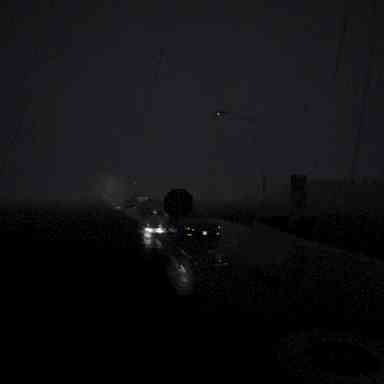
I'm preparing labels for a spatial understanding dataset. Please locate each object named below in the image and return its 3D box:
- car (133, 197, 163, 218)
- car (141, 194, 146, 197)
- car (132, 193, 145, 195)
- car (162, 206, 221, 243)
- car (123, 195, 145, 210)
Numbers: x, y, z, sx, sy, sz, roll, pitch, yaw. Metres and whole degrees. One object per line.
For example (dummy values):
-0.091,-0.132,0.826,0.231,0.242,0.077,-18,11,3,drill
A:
-3.801,1.470,30.267,2.128,1.511,4.902,-1,0,-16,car
-5.324,1.434,44.642,2.128,1.511,4.902,-1,0,-19,car
-8.822,1.168,54.433,2.150,2.045,5.566,-1,0,-19,car
-0.042,1.486,16.417,1.837,1.490,4.892,-1,0,-14,car
-7.696,1.525,42.745,2.033,1.411,5.357,-1,0,-18,car
